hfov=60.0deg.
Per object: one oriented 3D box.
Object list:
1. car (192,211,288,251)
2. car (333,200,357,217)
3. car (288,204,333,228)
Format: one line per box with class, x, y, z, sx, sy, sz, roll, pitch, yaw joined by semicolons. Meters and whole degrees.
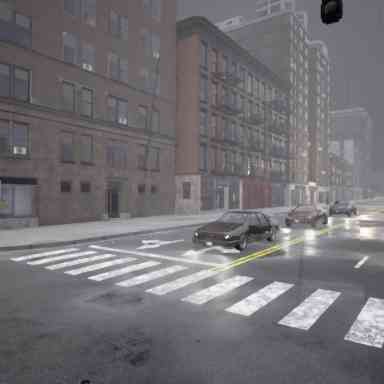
car;2.203;1.560;14.687;2.033;1.411;5.357;0;0;36
car;14.358;1.543;31.629;1.837;1.490;4.892;0;0;36
car;7.902;1.548;22.649;1.812;1.442;4.674;0;0;36
